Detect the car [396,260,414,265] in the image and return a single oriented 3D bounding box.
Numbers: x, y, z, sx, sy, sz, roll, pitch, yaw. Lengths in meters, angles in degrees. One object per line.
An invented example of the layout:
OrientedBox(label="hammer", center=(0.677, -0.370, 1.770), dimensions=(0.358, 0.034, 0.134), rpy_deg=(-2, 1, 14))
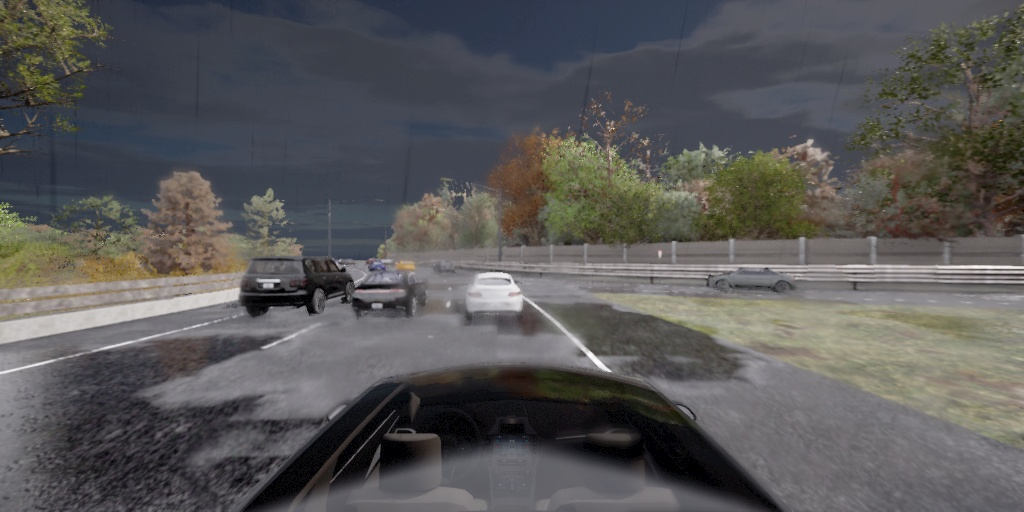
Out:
OrientedBox(label="car", center=(-14.611, 1.347, 48.837), dimensions=(1.882, 1.535, 5.008), rpy_deg=(0, 0, -26))

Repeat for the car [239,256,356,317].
OrientedBox(label="car", center=(-7.862, 1.016, 13.723), dimensions=(2.150, 2.045, 5.566), rpy_deg=(0, 0, -7))

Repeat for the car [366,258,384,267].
OrientedBox(label="car", center=(-18.045, 1.406, 47.874), dimensions=(1.812, 1.442, 4.674), rpy_deg=(0, 0, -27))

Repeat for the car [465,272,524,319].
OrientedBox(label="car", center=(-0.675, 1.294, 12.777), dimensions=(1.812, 1.442, 4.674), rpy_deg=(0, 0, -5))

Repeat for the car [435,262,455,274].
OrientedBox(label="car", center=(-8.203, 1.387, 42.968), dimensions=(2.033, 1.411, 5.357), rpy_deg=(0, 0, -21))

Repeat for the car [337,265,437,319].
OrientedBox(label="car", center=(-4.222, 1.273, 13.064), dimensions=(2.128, 1.511, 4.902), rpy_deg=(0, 0, -5))

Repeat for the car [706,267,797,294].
OrientedBox(label="car", center=(13.098, 1.295, 19.865), dimensions=(4.181, 1.385, 1.994), rpy_deg=(0, 0, 28))
